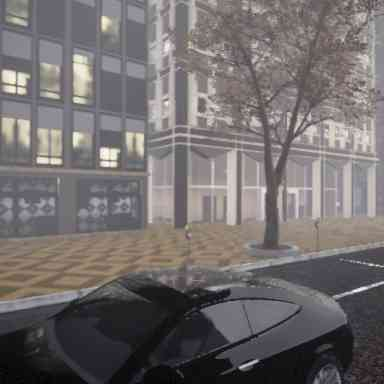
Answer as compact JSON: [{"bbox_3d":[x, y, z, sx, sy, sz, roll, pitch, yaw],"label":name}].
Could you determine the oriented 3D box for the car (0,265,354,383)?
[{"bbox_3d":[-0.271,1.544,3.199,4.674,1.442,1.812,1,-1,-35],"label":"car"}]
